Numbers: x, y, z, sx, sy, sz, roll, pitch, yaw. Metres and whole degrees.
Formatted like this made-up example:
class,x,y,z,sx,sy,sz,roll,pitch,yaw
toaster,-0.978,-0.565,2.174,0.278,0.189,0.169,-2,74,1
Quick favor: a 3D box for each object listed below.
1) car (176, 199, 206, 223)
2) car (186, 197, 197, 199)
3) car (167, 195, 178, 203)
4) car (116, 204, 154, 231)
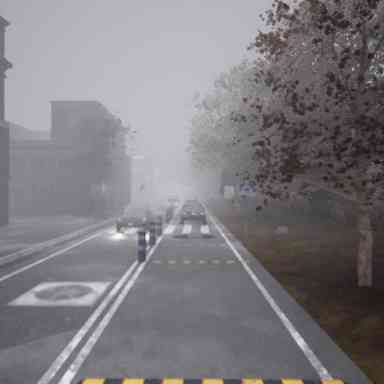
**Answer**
class,x,y,z,sx,sy,sz,roll,pitch,yaw
car,0.067,1.487,24.577,2.033,1.411,5.357,0,0,0
car,-0.026,1.334,42.994,1.882,1.535,5.008,0,0,0
car,-3.583,1.220,62.453,1.882,1.535,5.008,0,0,0
car,-3.369,1.472,20.431,1.812,1.442,4.674,1,0,-1
